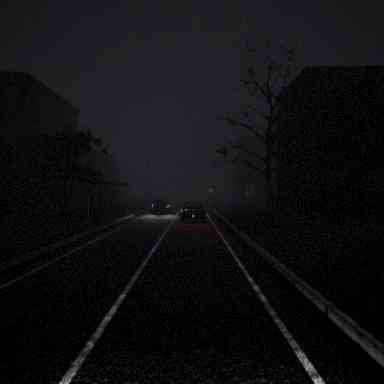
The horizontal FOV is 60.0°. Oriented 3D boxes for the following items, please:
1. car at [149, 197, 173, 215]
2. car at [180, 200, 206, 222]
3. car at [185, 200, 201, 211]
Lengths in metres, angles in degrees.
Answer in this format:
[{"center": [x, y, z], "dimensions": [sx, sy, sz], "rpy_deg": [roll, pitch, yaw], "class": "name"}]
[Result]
[{"center": [-3.091, 1.363, 34.121], "dimensions": [2.097, 1.767, 4.553], "rpy_deg": [0, 0, 0], "class": "car"}, {"center": [0.103, 1.502, 26.087], "dimensions": [2.128, 1.511, 4.902], "rpy_deg": [0, 0, 0], "class": "car"}, {"center": [0.104, 1.667, 43.037], "dimensions": [1.895, 1.301, 4.718], "rpy_deg": [0, -1, 0], "class": "car"}]
